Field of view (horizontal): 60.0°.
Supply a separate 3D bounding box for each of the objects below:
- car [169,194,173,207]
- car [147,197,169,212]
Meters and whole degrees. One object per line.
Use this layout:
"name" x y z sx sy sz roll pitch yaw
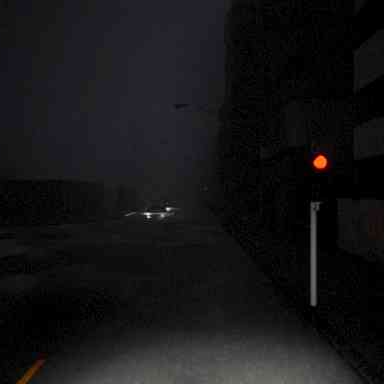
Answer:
"car" -4.129 1.505 49.582 1.837 1.490 4.892 0 0 1
"car" -4.148 1.478 39.554 1.882 1.535 5.008 0 0 0
